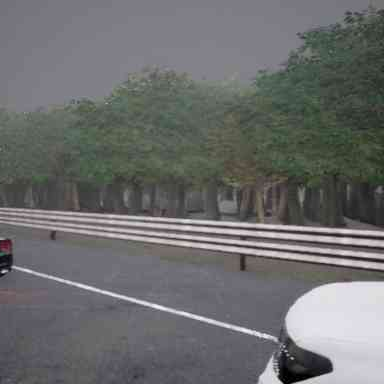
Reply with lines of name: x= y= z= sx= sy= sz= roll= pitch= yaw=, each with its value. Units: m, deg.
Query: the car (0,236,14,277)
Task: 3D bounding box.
car: x=-6.769 y=1.484 z=9.056 sx=5.008 sy=1.535 sz=1.882 roll=0 pitch=0 yaw=37

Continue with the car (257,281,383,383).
car: x=3.168 y=1.220 z=1.776 sx=5.566 sy=2.045 sz=2.150 roll=-1 pitch=-1 yaw=35
